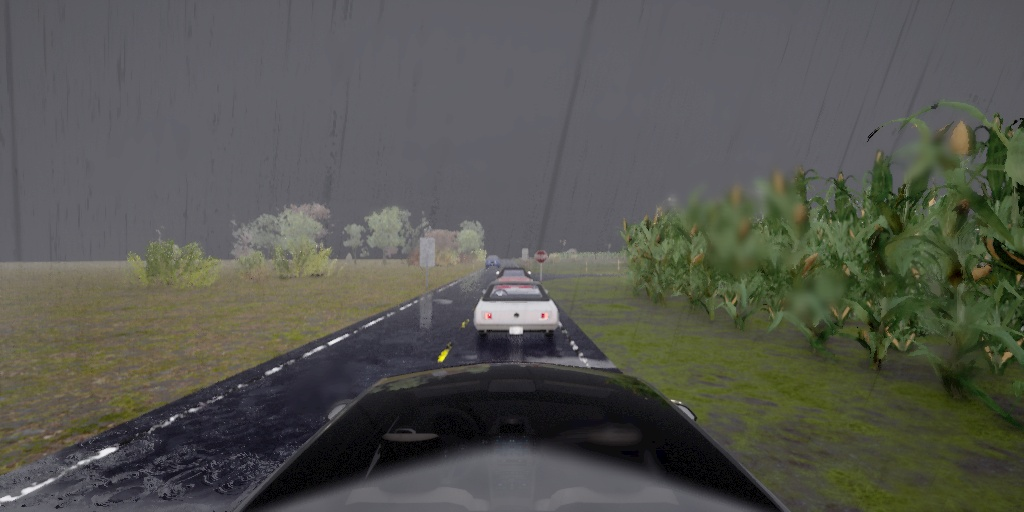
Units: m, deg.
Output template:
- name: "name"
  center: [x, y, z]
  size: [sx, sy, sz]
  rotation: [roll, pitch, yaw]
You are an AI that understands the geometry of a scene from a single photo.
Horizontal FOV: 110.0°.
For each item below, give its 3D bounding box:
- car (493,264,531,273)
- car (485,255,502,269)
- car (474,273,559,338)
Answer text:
- name: "car"
  center: [0.092, 1.293, 18.986]
  size: [1.994, 1.385, 4.181]
  rotation: [0, 0, 0]
- name: "car"
  center: [-3.082, 0.929, 57.781]
  size: [2.150, 2.045, 5.566]
  rotation: [0, 0, 0]
- name: "car"
  center: [0.096, 1.340, 10.084]
  size: [1.895, 1.301, 4.718]
  rotation: [0, 0, 0]
